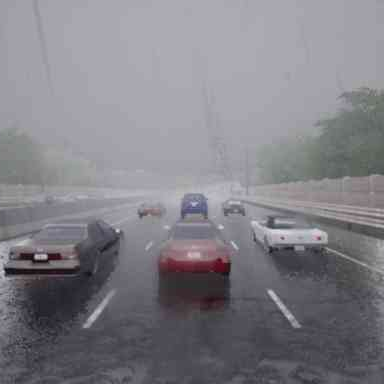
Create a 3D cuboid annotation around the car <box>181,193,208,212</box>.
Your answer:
[{"bbox_3d":[0.216,1.111,28.637,2.150,2.045,5.566,0,0,1],"label":"car"}]

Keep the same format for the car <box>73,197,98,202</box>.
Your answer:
[{"bbox_3d":[-13.635,1.426,44.306,1.895,1.301,4.718,0,0,2],"label":"car"}]

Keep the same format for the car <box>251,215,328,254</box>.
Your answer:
[{"bbox_3d":[3.587,1.555,13.226,1.895,1.301,4.718,0,0,0],"label":"car"}]

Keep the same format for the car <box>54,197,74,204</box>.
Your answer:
[{"bbox_3d":[-17.052,1.379,46.679,1.994,1.385,4.181,0,0,2],"label":"car"}]

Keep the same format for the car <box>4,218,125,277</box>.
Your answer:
[{"bbox_3d":[-3.430,1.513,10.092,2.033,1.411,5.357,0,0,0],"label":"car"}]

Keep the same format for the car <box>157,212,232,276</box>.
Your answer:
[{"bbox_3d":[0.069,1.530,10.240,1.994,1.385,4.181,0,0,0],"label":"car"}]

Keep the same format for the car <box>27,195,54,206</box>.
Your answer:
[{"bbox_3d":[-20.586,1.166,45.646,2.097,1.767,4.553,0,0,2],"label":"car"}]

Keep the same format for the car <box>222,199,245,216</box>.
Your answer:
[{"bbox_3d":[3.751,1.411,30.544,1.812,1.442,4.674,0,0,1],"label":"car"}]

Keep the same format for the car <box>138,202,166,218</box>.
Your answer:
[{"bbox_3d":[-3.291,1.492,28.269,1.895,1.301,4.718,0,0,1],"label":"car"}]
